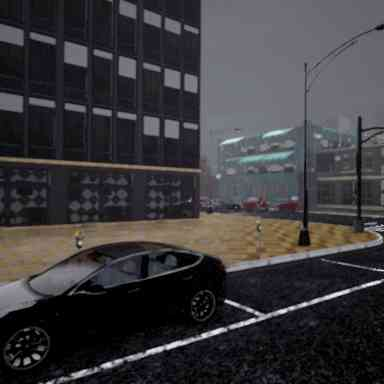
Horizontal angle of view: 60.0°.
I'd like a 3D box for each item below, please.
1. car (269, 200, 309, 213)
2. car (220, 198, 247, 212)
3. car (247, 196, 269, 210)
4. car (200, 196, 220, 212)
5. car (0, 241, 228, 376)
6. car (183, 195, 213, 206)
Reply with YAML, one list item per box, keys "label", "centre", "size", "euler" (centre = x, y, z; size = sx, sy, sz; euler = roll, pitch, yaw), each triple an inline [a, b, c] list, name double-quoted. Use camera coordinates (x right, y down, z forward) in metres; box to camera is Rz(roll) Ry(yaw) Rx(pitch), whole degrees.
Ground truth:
- label: "car"
  centre: [10.672, 1.482, 35.201]
  size: [1.802, 1.307, 4.206]
  euler: [2, 0, -36]
- label: "car"
  centre: [3.329, 1.351, 35.406]
  size: [1.994, 1.385, 4.181]
  euler: [1, 0, -36]
- label: "car"
  centre: [7.392, 1.271, 39.673]
  size: [1.967, 1.590, 4.097]
  euler: [2, 0, -36]
- label: "car"
  centre: [0.635, 1.331, 34.712]
  size: [1.802, 1.307, 4.206]
  euler: [2, 0, -36]
- label: "car"
  centre: [-1.319, 1.576, 5.614]
  size: [4.313, 1.339, 1.947]
  euler: [0, 0, -35]
- label: "car"
  centre: [0.824, 1.241, 48.613]
  size: [2.008, 1.369, 4.403]
  euler: [2, 0, -36]
